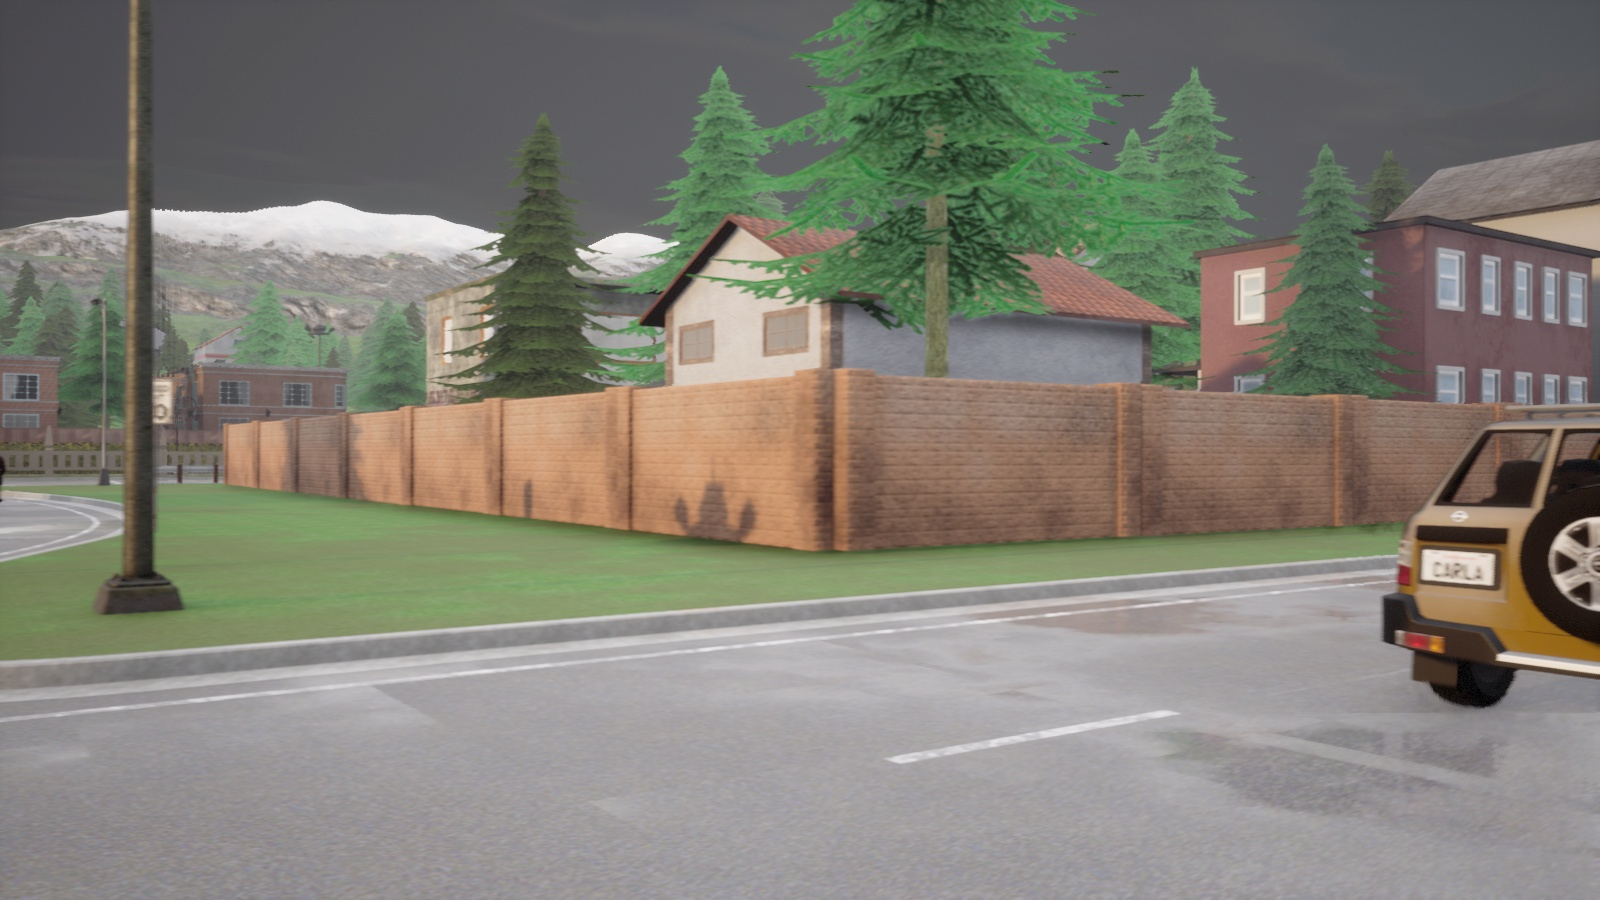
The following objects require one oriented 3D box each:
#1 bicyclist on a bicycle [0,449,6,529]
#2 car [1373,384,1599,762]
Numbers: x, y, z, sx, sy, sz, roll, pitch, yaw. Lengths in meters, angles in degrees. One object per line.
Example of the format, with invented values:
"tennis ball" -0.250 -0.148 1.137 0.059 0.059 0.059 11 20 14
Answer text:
"bicyclist on a bicycle" -16.782 0.798 25.916 0.582 1.620 1.656 0 0 -30
"car" 5.688 0.584 7.621 4.605 1.855 1.932 -1 0 -35
